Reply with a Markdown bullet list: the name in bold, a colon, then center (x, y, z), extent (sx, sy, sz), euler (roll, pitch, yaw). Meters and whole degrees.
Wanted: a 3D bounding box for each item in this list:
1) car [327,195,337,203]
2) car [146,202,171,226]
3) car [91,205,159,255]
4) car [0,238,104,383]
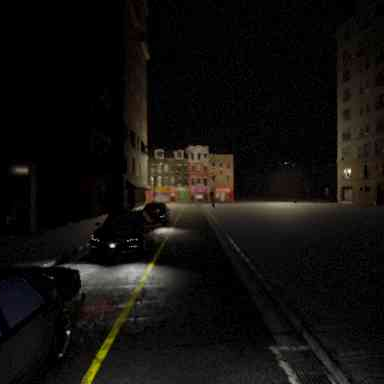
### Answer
- **car**: center (29.220, 1.449, 65.462), extent (5.008, 1.535, 1.882), euler (0, 0, -9)
- **car**: center (-2.574, 1.507, 23.602), extent (1.837, 1.490, 4.892), euler (0, 0, 0)
- **car**: center (-2.588, 1.503, 13.260), extent (1.837, 1.490, 4.892), euler (0, 0, 0)
- **car**: center (-2.597, 1.547, 3.086), extent (2.033, 1.411, 5.357), euler (0, 0, 0)
